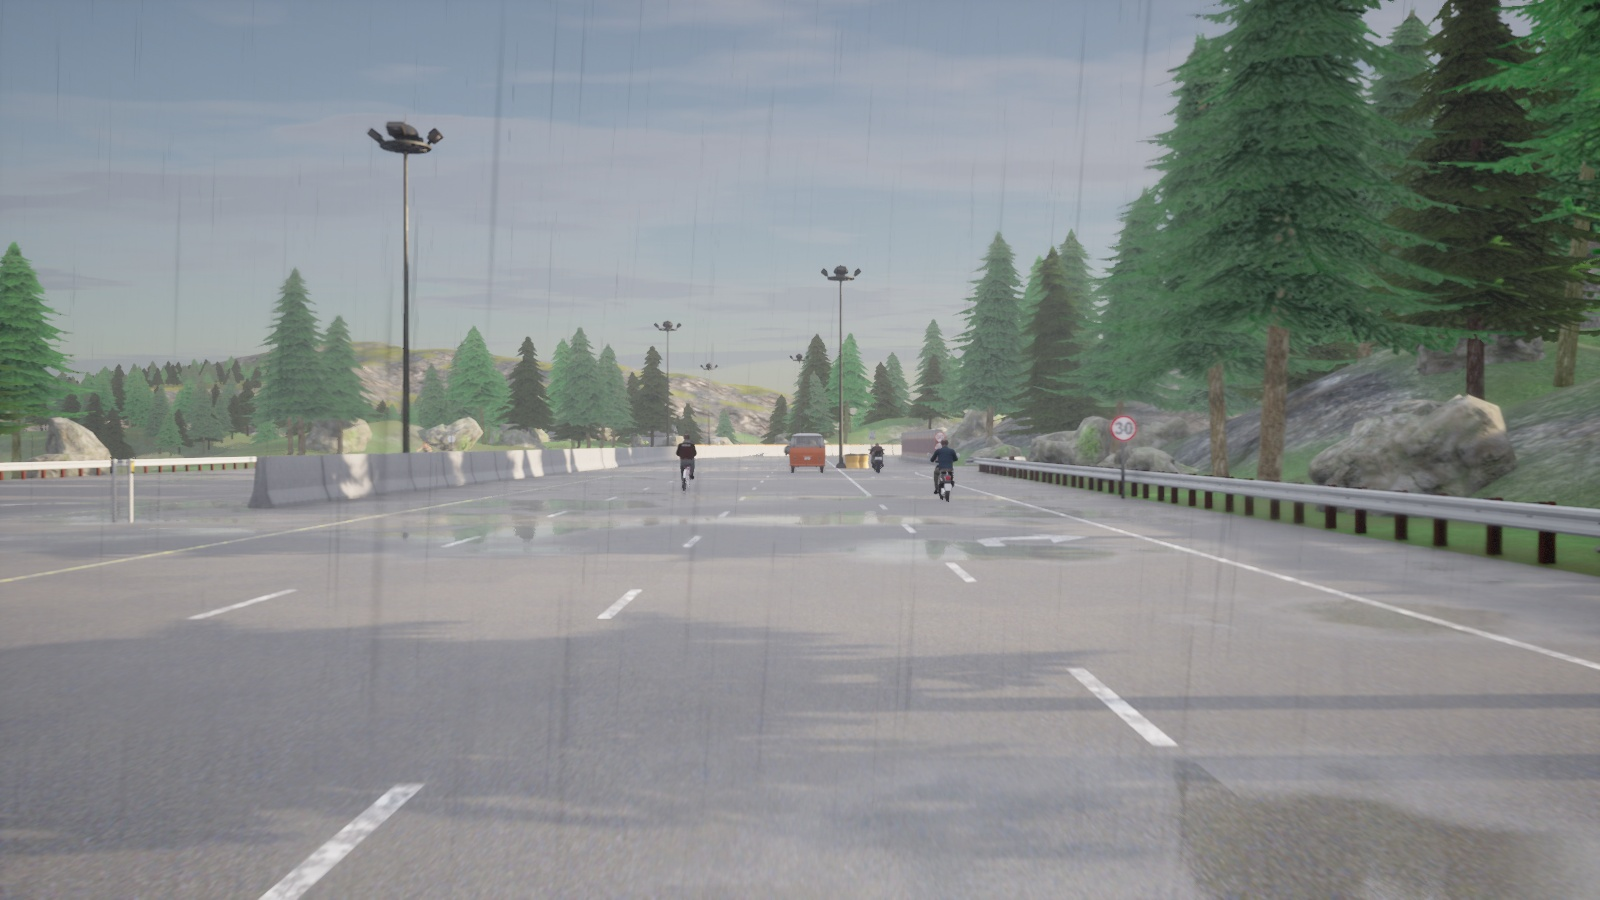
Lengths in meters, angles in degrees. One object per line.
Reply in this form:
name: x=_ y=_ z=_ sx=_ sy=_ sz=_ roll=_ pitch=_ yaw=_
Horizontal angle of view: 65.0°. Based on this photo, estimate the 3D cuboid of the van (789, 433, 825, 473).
van: x=0.371 y=0.138 z=64.316 sx=1.775 sy=1.987 sz=4.442 roll=0 pitch=0 yaw=0

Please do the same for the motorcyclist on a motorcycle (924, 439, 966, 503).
motorcyclist on a motorcycle: x=3.701 y=0.521 z=32.230 sx=0.866 sy=1.590 sz=1.817 roll=0 pitch=0 yaw=0

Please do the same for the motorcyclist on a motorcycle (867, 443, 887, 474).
motorcyclist on a motorcycle: x=3.867 y=0.430 z=62.971 sx=0.866 sy=1.530 sz=2.191 roll=0 pitch=0 yaw=0
